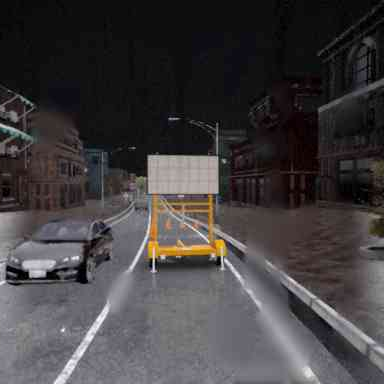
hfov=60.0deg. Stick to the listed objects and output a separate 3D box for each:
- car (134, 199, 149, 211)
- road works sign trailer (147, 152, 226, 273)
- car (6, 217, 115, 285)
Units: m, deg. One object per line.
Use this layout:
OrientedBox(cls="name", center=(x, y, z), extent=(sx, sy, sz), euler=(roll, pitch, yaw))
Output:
OrientedBox(cls="car", center=(-8.650, 2.186, 56.977), extent=(2.150, 2.045, 5.566), euler=(0, 0, -7))
OrientedBox(cls="road works sign trailer", center=(-0.301, 0.500, 10.953), extent=(2.380, 3.560, 2.880), euler=(0, -1, -9))
OrientedBox(cls="car", center=(-3.481, 1.522, 9.632), extent=(2.128, 1.511, 4.902), euler=(0, -1, -3))
